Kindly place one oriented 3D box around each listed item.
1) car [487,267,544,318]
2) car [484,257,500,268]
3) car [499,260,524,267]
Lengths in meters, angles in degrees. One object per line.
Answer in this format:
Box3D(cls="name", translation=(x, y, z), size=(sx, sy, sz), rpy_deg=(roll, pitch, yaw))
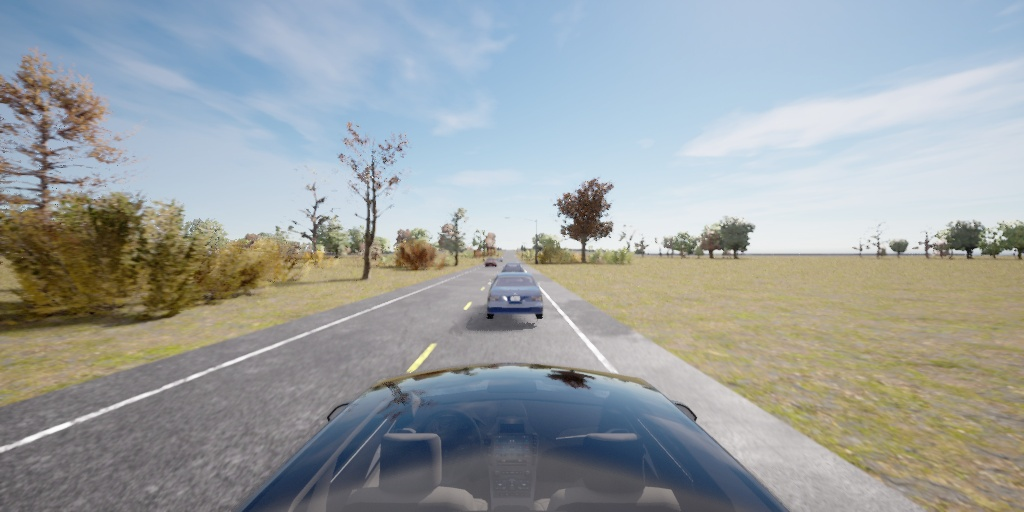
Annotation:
Box3D(cls="car", translation=(0.093, 1.286, 12.919), size=(2.033, 1.411, 5.357), rpy_deg=(0, 0, 0))
Box3D(cls="car", translation=(-3.571, 1.024, 60.629), size=(2.097, 1.767, 4.553), rpy_deg=(0, 0, 1))
Box3D(cls="car", translation=(0.085, 1.280, 30.854), size=(1.994, 1.385, 4.181), rpy_deg=(0, 0, 0))
